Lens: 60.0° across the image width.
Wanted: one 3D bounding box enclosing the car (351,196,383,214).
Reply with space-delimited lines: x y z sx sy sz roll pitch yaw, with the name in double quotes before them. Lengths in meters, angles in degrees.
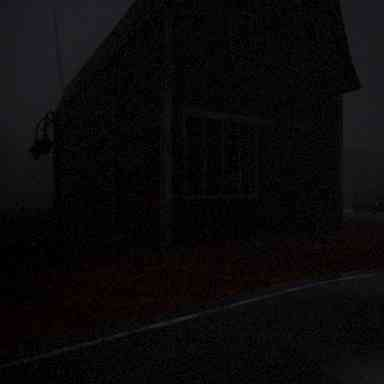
"car" 18.315 1.233 34.055 2.097 1.767 4.553 0 0 -6
